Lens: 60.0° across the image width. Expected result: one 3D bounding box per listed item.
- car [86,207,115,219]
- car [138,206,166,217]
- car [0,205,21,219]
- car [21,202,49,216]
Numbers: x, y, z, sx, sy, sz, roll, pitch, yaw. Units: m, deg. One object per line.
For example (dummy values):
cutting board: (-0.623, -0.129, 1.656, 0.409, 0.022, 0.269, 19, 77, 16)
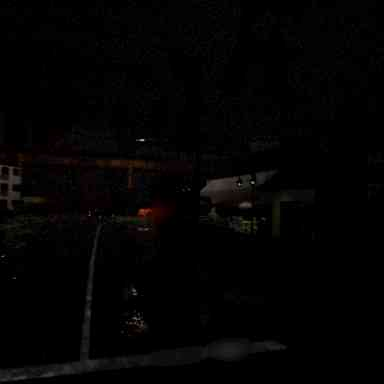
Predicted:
car: (-12.126, 2.785, 44.358, 1.837, 1.490, 4.892, 1, -2, 20)
car: (-6.260, 3.091, 53.056, 2.097, 1.767, 4.553, -1, -3, 44)
car: (-21.063, 2.322, 36.074, 1.994, 1.385, 4.181, 1, -2, 3)
car: (-22.687, 2.429, 46.838, 2.150, 2.045, 5.566, 1, -2, 19)
